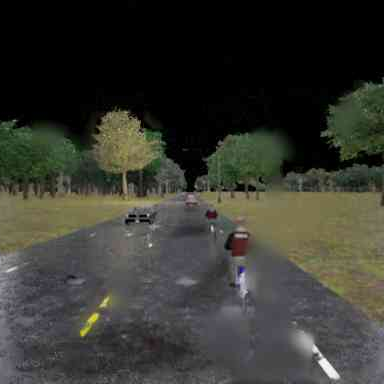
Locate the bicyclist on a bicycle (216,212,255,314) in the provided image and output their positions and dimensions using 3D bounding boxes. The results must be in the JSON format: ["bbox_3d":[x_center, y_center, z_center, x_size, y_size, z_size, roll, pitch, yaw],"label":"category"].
[{"bbox_3d":[0.945,1.387,6.758,0.659,1.776,1.843,0,0,0],"label":"bicyclist on a bicycle"}]

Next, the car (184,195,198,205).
[{"bbox_3d":[-0.032,1.548,56.906,1.994,1.385,4.181,0,0,0],"label":"car"}]

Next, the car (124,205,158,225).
[{"bbox_3d":[-3.655,1.653,24.461,1.895,1.301,4.718,0,0,0],"label":"car"}]

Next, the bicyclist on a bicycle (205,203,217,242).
[{"bbox_3d":[0.924,1.408,15.724,0.659,1.776,1.843,0,0,0],"label":"bicyclist on a bicycle"}]
